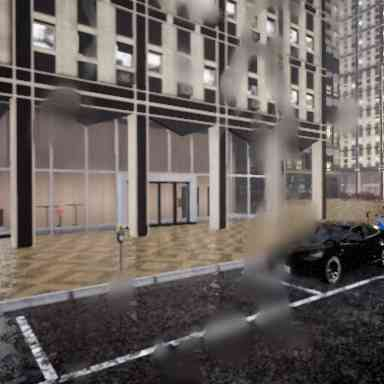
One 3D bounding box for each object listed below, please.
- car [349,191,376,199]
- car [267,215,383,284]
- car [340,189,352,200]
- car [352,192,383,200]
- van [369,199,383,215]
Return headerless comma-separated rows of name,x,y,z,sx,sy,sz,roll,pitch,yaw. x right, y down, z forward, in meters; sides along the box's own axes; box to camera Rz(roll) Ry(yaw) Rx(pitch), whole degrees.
car,31.710,0.592,61.957,1.802,1.307,4.206,1,1,-36
car,4.045,1.508,9.447,4.313,1.339,1.947,0,0,-36
car,24.942,0.391,57.022,2.192,1.841,5.009,1,1,-36
car,28.184,0.765,52.494,1.802,1.307,4.206,1,1,-36
van,8.641,1.247,12.728,3.998,1.788,1.690,0,0,-36
